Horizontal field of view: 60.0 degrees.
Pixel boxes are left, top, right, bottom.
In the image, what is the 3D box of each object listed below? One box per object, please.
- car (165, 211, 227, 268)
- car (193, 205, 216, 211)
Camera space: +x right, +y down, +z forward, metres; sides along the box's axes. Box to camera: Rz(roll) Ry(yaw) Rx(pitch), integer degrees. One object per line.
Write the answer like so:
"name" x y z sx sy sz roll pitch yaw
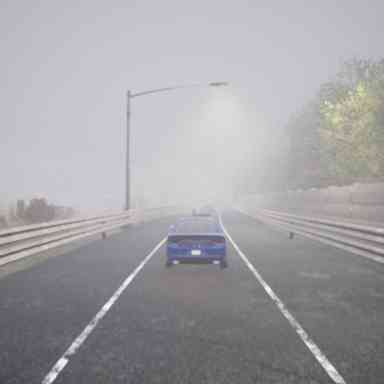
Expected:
"car" 0.174 1.626 11.916 1.882 1.535 5.008 0 -1 1
"car" 0.763 1.966 24.978 2.128 1.511 4.902 0 -1 3
